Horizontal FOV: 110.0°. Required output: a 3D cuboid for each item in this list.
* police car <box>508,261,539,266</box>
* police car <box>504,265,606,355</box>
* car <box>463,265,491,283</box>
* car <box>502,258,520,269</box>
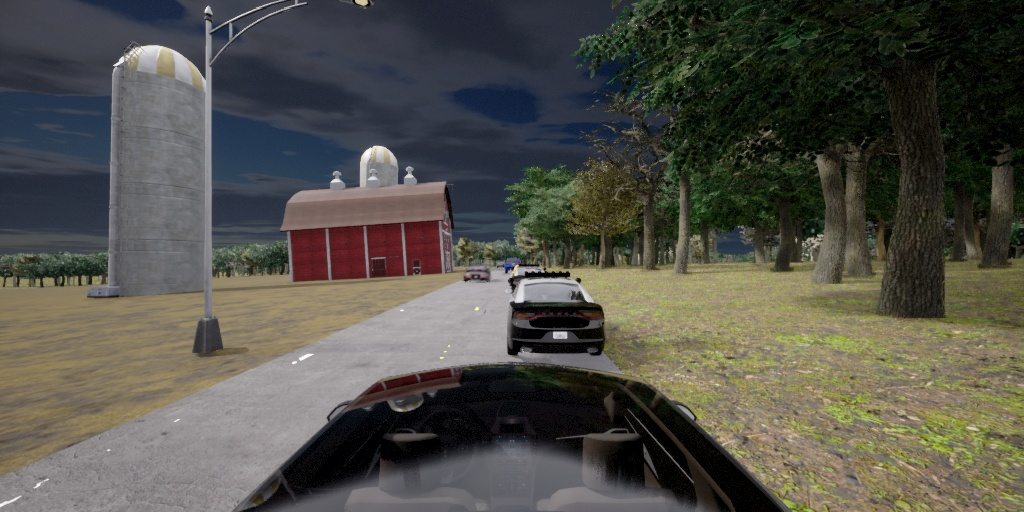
[{"bbox_3d":[0.885,1.230,18.840,1.930,1.638,5.238,0,0,0],"label":"police car"},{"bbox_3d":[0.850,1.187,8.837,1.930,1.638,5.238,0,0,0],"label":"police car"},{"bbox_3d":[-2.753,1.446,29.291,1.994,1.385,4.181,0,0,0],"label":"car"},{"bbox_3d":[0.200,1.261,47.317,2.150,2.045,5.566,0,0,0],"label":"car"}]
